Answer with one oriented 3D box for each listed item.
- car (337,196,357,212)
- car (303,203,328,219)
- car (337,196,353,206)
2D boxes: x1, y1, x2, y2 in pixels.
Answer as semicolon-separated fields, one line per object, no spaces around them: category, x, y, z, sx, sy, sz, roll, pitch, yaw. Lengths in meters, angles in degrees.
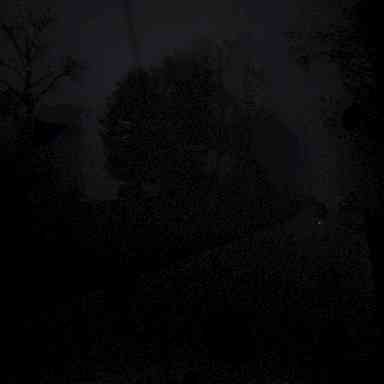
car;19.451;1.651;41.433;2.128;1.511;4.902;0;1;24
car;11.944;1.757;31.978;2.033;1.411;5.357;1;0;26
car;24.535;1.397;53.510;1.994;1.385;4.181;0;3;21
